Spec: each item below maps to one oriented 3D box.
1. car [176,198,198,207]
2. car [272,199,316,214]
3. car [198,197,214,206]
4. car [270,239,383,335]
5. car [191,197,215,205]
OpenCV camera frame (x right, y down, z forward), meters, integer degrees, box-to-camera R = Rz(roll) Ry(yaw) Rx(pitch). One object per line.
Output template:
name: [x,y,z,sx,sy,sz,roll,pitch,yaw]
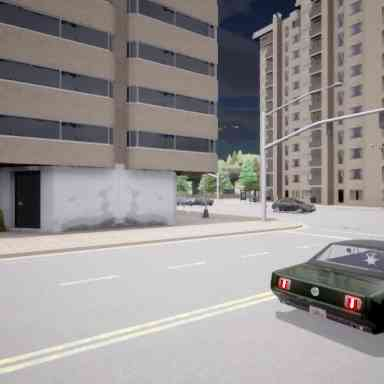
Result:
car: [-1.566,1.562,52.376,1.994,1.385,4.181,0,0,-36]
car: [10.750,1.502,35.303,1.837,1.490,4.892,0,0,-36]
car: [1.511,1.561,54.339,1.994,1.385,4.181,0,0,-36]
car: [3.797,1.600,6.483,4.718,1.301,1.895,0,0,-35]
car: [1.859,1.597,59.889,1.895,1.301,4.718,0,0,-35]
